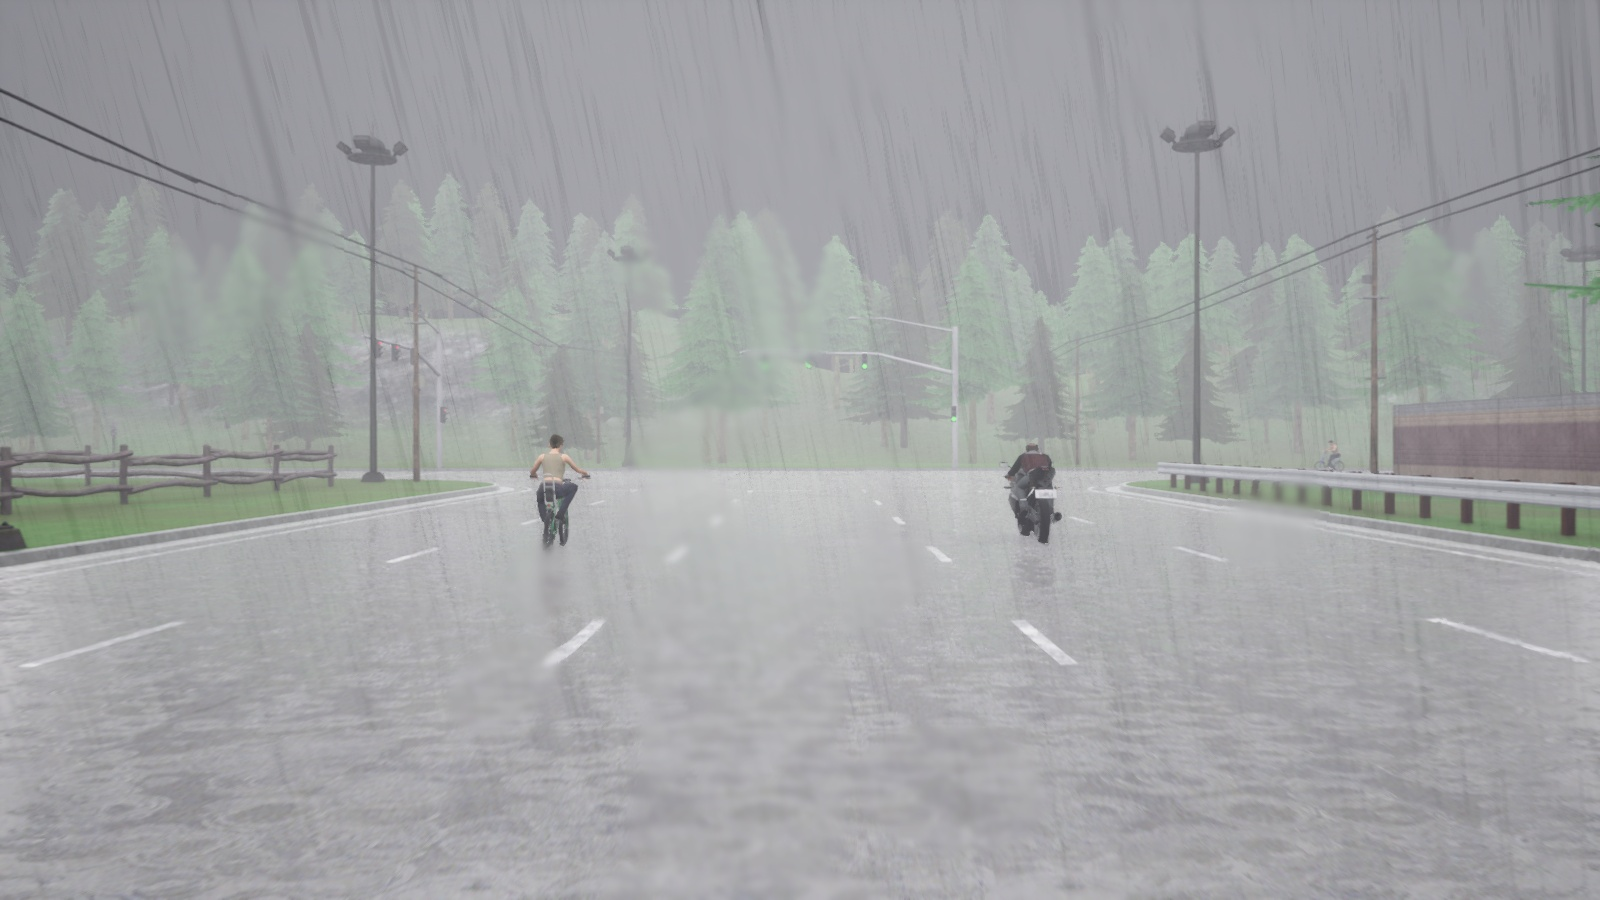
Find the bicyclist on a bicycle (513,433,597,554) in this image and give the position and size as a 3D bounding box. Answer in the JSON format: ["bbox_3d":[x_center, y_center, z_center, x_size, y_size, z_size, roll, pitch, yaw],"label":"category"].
[{"bbox_3d":[-3.390,0.582,17.507,0.866,1.612,1.509,0,0,1],"label":"bicyclist on a bicycle"}]

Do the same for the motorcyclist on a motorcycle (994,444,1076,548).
[{"bbox_3d":[3.627,0.674,19.573,0.866,1.530,2.191,0,0,0],"label":"motorcyclist on a motorcycle"}]

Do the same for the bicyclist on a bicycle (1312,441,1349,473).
[{"bbox_3d":[27.018,0.344,63.977,1.509,1.612,0.866,0,0,1],"label":"bicyclist on a bicycle"}]
